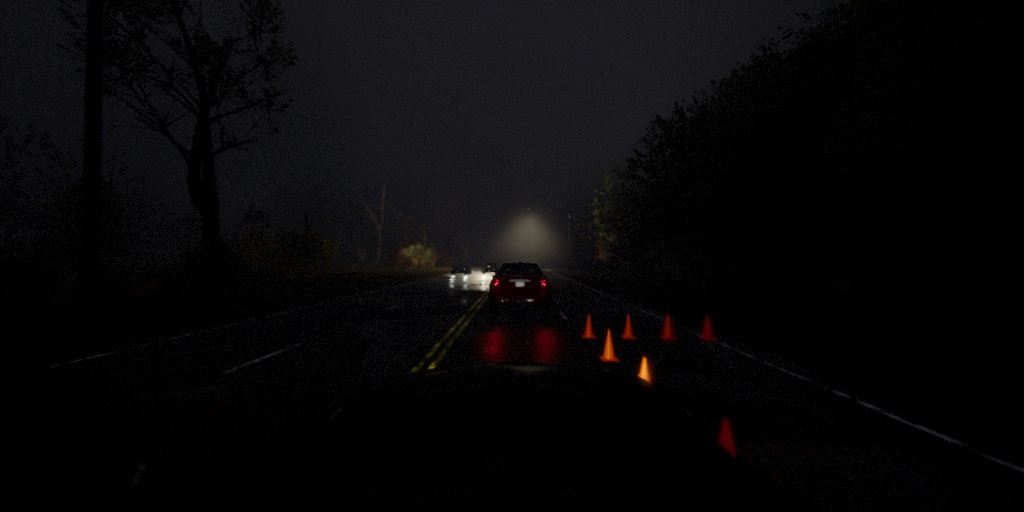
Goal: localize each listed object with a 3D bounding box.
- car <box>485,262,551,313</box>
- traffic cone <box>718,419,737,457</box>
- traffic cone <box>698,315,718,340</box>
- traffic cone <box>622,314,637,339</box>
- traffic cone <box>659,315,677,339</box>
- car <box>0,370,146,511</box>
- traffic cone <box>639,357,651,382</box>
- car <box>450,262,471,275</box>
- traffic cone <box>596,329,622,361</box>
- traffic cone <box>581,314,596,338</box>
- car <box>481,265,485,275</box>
[{"bbox_3d":[0.296,1.105,13.953,2.097,1.767,4.553,1,-4,1],"label":"car"},{"bbox_3d":[1.868,1.727,3.134,0.340,0.580,0.340,0,0,1],"label":"traffic cone"},{"bbox_3d":[4.953,1.795,9.089,0.340,0.580,0.340,0,0,1],"label":"traffic cone"},{"bbox_3d":[2.953,1.776,9.118,0.340,0.580,0.340,0,0,1],"label":"traffic cone"},{"bbox_3d":[3.953,1.785,9.104,0.340,0.580,0.340,0,0,1],"label":"traffic cone"},{"bbox_3d":[-3.382,1.193,0.270,2.128,1.511,4.902,1,0,1],"label":"car"},{"bbox_3d":[1.897,1.740,5.133,0.340,0.580,0.340,0,0,1],"label":"traffic cone"},{"bbox_3d":[-5.875,1.443,41.398,1.812,1.442,4.674,1,0,1],"label":"car"},{"bbox_3d":[1.925,1.753,7.132,0.340,0.580,0.340,0,0,1],"label":"traffic cone"},{"bbox_3d":[1.953,1.766,9.133,0.340,0.580,0.340,0,0,1],"label":"traffic cone"},{"bbox_3d":[-2.570,1.466,43.652,1.837,1.490,4.892,1,0,1],"label":"car"}]
